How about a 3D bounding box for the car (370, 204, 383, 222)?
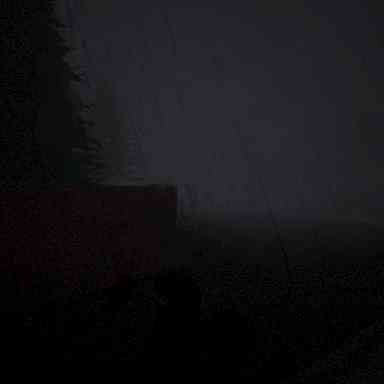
[{"bbox_3d":[17.139,1.758,28.525,2.097,1.767,4.553,-1,-1,6],"label":"car"}]
